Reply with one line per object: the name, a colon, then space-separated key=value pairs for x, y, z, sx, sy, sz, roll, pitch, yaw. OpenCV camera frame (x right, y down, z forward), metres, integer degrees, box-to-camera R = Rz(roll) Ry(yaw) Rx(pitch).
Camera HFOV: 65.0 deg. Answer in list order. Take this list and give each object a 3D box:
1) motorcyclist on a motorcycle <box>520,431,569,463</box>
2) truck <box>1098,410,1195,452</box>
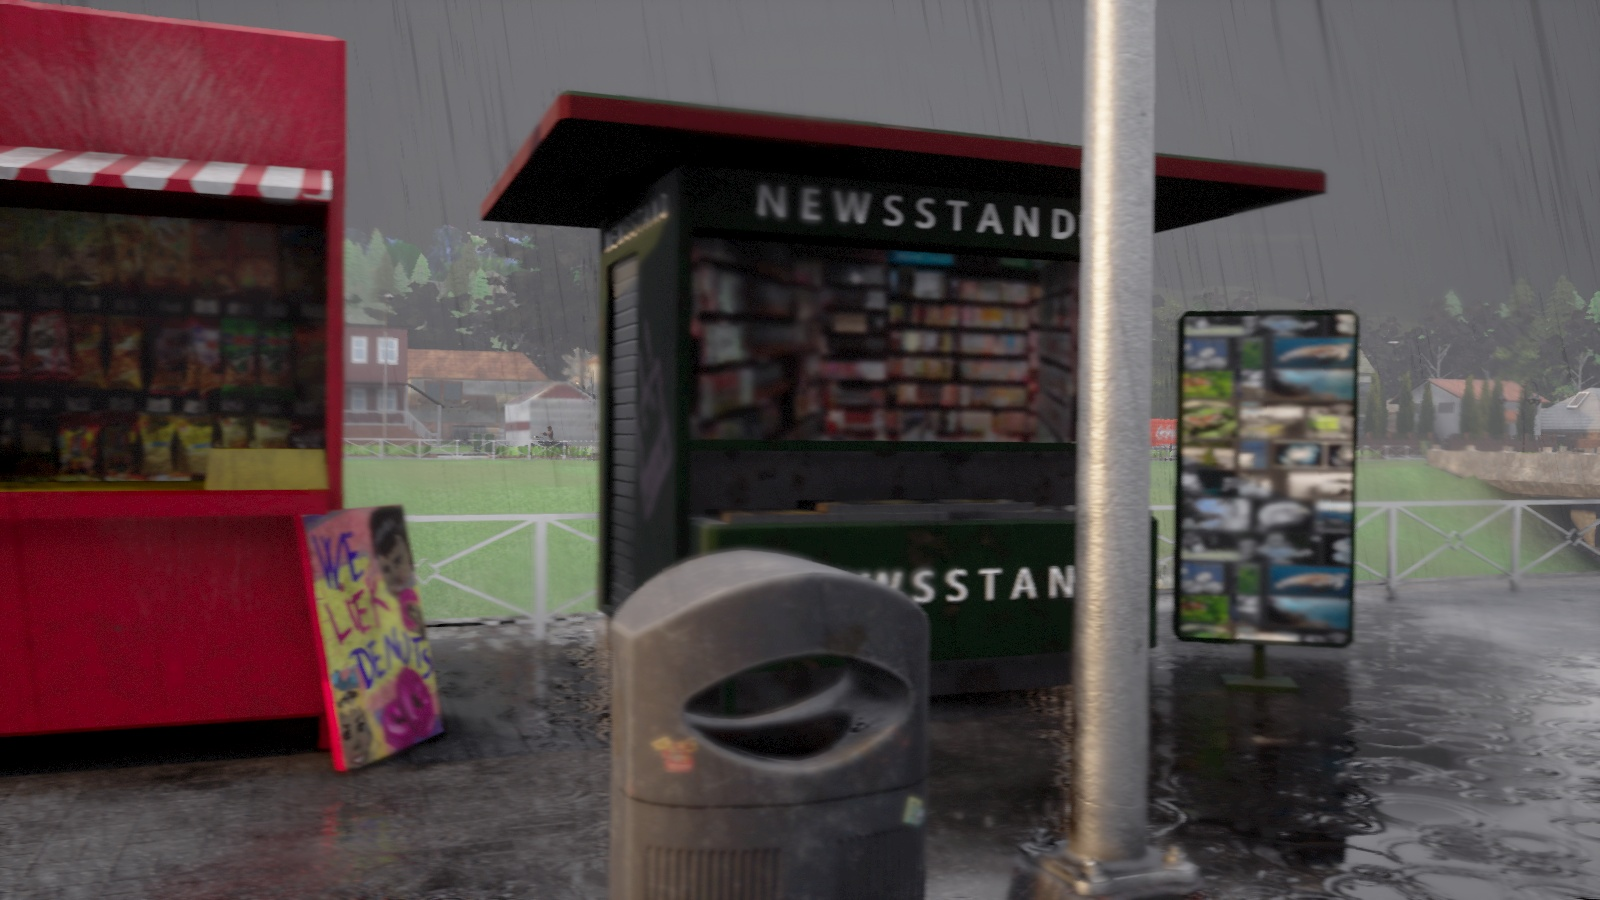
motorcyclist on a motorcycle: x=-13.158 y=-0.163 z=64.774 sx=2.350 sy=1.649 sz=0.766 roll=-1 pitch=1 yaw=-21
truck: x=21.480 y=-1.189 z=77.910 sx=5.204 sy=2.467 sz=2.627 roll=-1 pitch=1 yaw=-21
